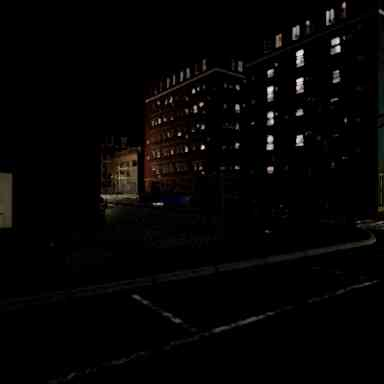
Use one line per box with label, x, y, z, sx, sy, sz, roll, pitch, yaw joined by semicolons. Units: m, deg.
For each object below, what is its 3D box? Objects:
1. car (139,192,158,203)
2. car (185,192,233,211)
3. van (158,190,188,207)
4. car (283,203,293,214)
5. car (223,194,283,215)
car;-5.618;0.758;46.779;2.033;1.411;5.357;1;1;-36
car;1.626;1.035;32.267;1.887;1.381;4.507;2;0;-36
van;-1.711;0.725;36.866;1.690;1.788;3.998;2;0;-36
car;6.755;1.220;29.763;1.895;1.301;4.718;1;1;-36
car;4.905;1.142;27.627;1.887;1.381;4.507;2;0;-36
